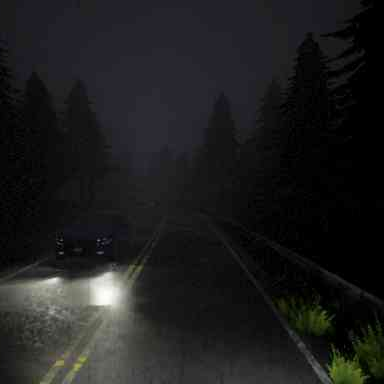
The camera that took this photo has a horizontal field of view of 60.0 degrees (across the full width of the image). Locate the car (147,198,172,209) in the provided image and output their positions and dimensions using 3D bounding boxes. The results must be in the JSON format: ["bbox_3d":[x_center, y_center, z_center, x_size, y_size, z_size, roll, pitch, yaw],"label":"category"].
[{"bbox_3d":[-4.516,1.470,45.633,2.033,1.411,5.357,-2,1,-27],"label":"car"}]

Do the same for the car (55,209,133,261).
[{"bbox_3d":[-3.451,1.462,12.479,1.882,1.535,5.008,0,0,-1],"label":"car"}]
